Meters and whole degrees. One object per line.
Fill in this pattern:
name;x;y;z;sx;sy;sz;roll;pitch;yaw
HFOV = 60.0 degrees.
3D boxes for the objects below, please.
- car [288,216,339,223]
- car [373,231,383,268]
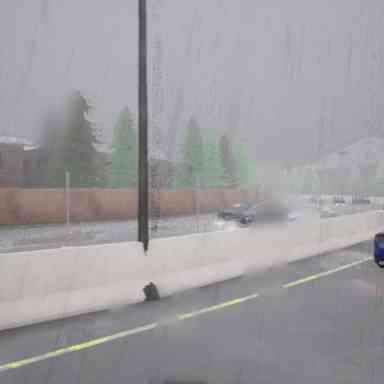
car;7.445;1.481;20.326;1.812;1.442;4.674;0;0;43
car;7.205;1.438;9.993;5.008;1.535;1.882;0;0;-42
